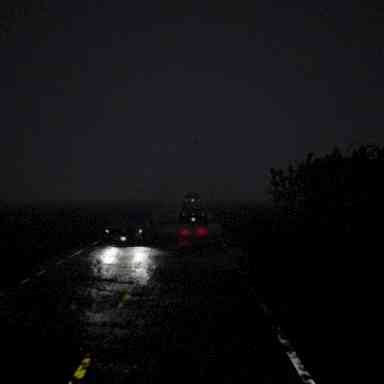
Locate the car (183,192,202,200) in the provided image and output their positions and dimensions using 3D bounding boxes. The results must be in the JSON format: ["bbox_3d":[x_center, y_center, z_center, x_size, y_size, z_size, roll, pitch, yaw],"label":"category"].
[{"bbox_3d":[0.079,1.047,40.868,2.150,2.045,5.566,0,1,0],"label":"car"}]

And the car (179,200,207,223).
[{"bbox_3d":[0.090,1.504,24.000,1.895,1.301,4.718,0,0,0],"label":"car"}]

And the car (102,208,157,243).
[{"bbox_3d":[-2.756,1.484,16.000,2.033,1.411,5.357,0,0,0],"label":"car"}]
